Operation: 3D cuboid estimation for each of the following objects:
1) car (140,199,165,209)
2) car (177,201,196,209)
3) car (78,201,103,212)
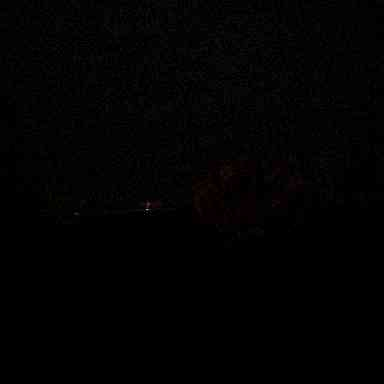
[{"bbox_3d":[-6.822,2.077,57.541,2.097,1.767,4.553,-2,-2,36],"label":"car"},{"bbox_3d":[-0.495,2.256,60.103,2.033,1.411,5.357,-2,-2,36],"label":"car"},{"bbox_3d":[-14.794,2.079,46.546,1.837,1.490,4.892,-2,-1,36],"label":"car"}]
